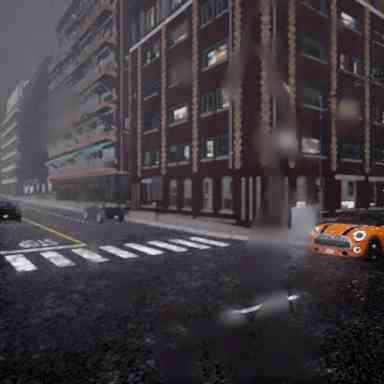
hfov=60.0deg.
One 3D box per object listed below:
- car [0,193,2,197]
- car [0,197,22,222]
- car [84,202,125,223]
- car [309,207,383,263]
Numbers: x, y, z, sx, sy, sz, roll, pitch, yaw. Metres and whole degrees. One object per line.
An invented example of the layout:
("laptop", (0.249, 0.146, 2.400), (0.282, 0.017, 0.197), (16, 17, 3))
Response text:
("car", (-43.510, 0.516, 74.065), (1.752, 1.417, 4.829), (1, 0, -36))
("car", (-12.802, 1.309, 22.390), (1.994, 1.385, 4.181), (0, 1, -36))
("car", (-6.156, 1.340, 23.184), (2.008, 1.369, 4.403), (1, 0, -36))
("car", (6.340, 1.435, 12.210), (4.553, 1.767, 2.097), (3, -2, -36))
